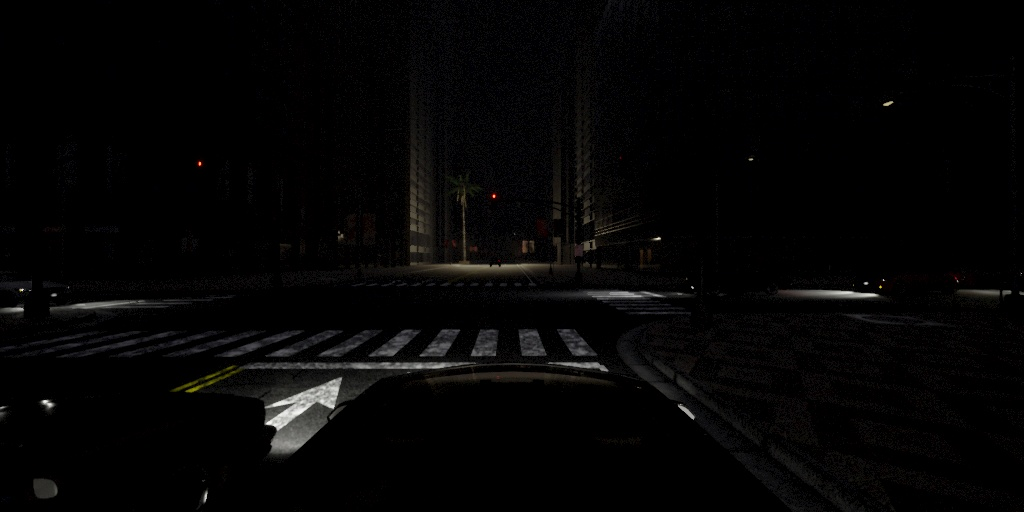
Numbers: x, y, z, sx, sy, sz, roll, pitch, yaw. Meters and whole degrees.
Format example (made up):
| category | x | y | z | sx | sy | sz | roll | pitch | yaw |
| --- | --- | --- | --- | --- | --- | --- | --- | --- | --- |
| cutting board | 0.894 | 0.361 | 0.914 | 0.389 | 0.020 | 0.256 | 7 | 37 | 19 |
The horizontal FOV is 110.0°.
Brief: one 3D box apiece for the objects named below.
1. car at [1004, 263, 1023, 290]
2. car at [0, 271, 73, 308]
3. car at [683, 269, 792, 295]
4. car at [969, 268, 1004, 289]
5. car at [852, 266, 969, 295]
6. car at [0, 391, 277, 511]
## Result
| category | x | y | z | sx | sy | sz | roll | pitch | yaw |
| --- | --- | --- | --- | --- | --- | --- | --- | --- | --- |
| car | 29.967 | 1.010 | 19.059 | 4.553 | 1.767 | 2.097 | 0 | 0 | -1 |
| car | -21.383 | 1.352 | 14.955 | 4.674 | 1.442 | 1.812 | 0 | 0 | 1 |
| car | 11.613 | 1.318 | 18.739 | 4.718 | 1.301 | 1.895 | 0 | 0 | -1 |
| car | 26.420 | 1.272 | 21.753 | 4.207 | 1.307 | 1.802 | 0 | 0 | -1 |
| car | 20.621 | 1.250 | 18.893 | 4.181 | 1.385 | 1.994 | 0 | 0 | -1 |
| car | -3.175 | 1.297 | 0.738 | 2.033 | 1.411 | 5.357 | 0 | 0 | 4 |
